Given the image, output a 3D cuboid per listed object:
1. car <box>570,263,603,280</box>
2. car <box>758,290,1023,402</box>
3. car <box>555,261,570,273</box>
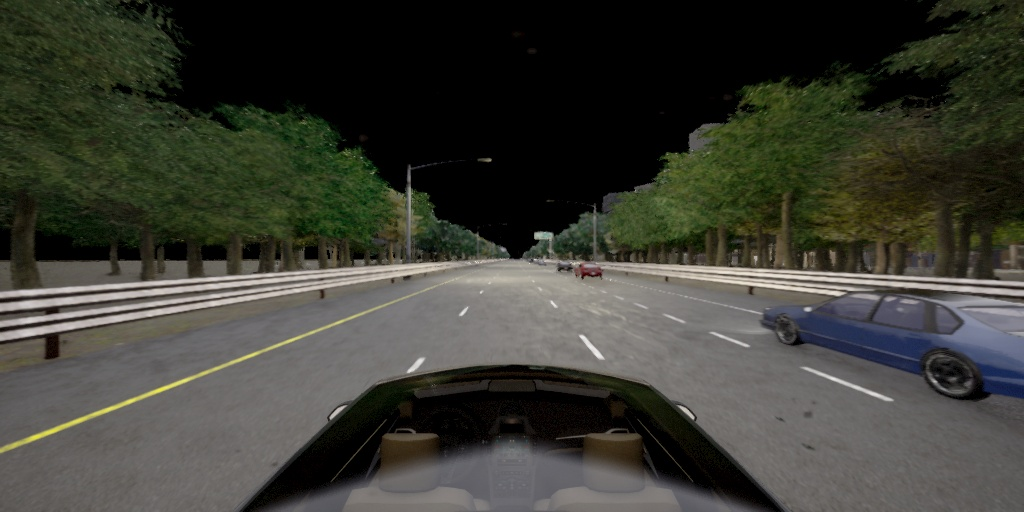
[{"bbox_3d":[7.042,1.363,33.484,1.882,1.535,5.008,0,0,0],"label":"car"},{"bbox_3d":[6.997,1.307,6.353,2.033,1.411,5.357,0,0,0],"label":"car"},{"bbox_3d":[7.106,1.456,49.435,1.882,1.535,5.008,0,0,0],"label":"car"}]
